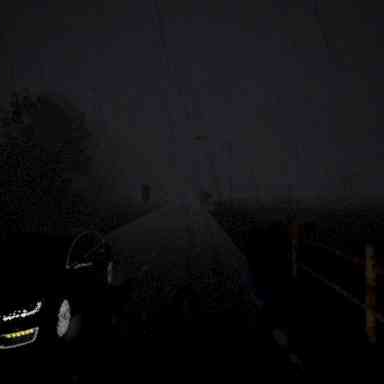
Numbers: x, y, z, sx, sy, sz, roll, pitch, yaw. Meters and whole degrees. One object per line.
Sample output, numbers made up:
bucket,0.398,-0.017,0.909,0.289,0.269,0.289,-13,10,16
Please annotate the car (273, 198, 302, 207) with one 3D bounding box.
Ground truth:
car,14.083,1.528,49.203,4.181,1.385,1.994,0,0,-1

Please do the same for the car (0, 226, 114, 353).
car,-2.850,1.517,6.531,1.837,1.490,4.892,0,0,0
